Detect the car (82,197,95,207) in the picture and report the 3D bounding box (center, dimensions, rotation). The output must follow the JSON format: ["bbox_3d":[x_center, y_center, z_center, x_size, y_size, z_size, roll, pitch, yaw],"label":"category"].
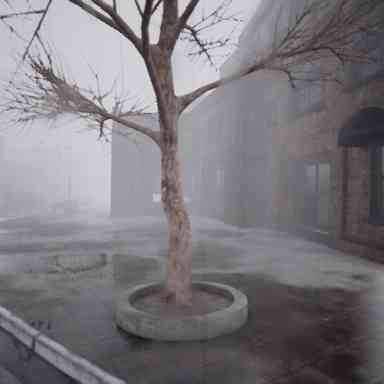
[{"bbox_3d":[-18.728,1.578,57.812,2.097,1.767,4.553,1,0,9],"label":"car"}]

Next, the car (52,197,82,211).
[{"bbox_3d":[-16.915,1.695,44.386,1.812,1.442,4.674,1,0,8],"label":"car"}]
